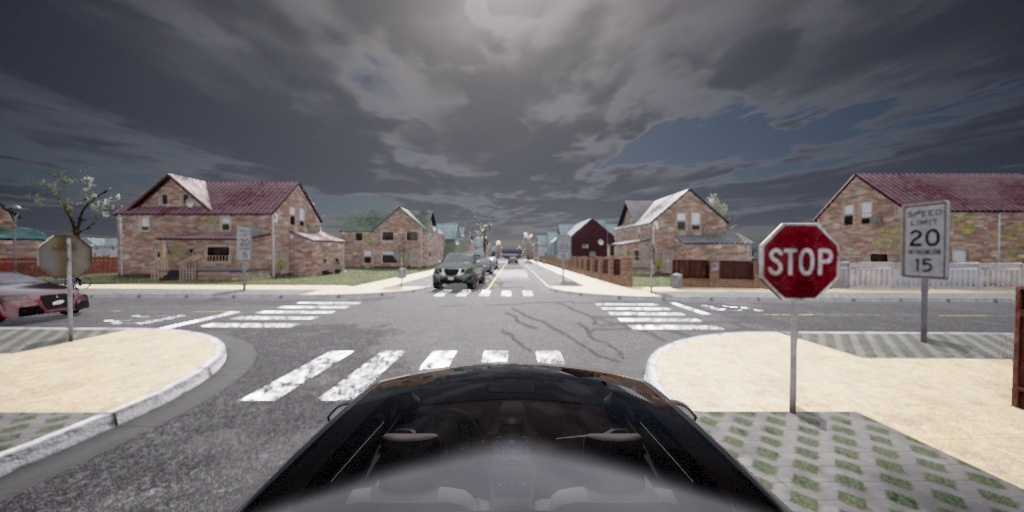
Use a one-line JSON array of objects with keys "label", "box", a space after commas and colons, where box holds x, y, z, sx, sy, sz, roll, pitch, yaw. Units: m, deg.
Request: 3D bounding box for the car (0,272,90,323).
[{"label": "car", "box": [-15.218, 1.165, 10.448, 4.181, 1.385, 1.994, 0, 1, 0]}]

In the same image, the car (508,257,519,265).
[{"label": "car", "box": [0.205, 0.815, 65.432, 1.812, 1.442, 4.674, 0, 0, 0]}]

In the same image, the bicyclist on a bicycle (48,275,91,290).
[{"label": "bicyclist on a bicycle", "box": [-20.107, 0.792, 16.307, 0.582, 1.620, 1.656, 0, 1, 0]}]

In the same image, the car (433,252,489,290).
[{"label": "car", "box": [-2.932, 0.788, 21.015, 2.150, 2.045, 5.566, 0, 0, 4]}]

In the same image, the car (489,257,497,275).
[{"label": "car", "box": [-2.738, 0.972, 34.069, 1.837, 1.490, 4.892, 0, 0, 0]}]

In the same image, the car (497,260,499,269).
[{"label": "car", "box": [-2.697, 0.886, 45.269, 2.128, 1.511, 4.902, 0, 0, 0]}]
